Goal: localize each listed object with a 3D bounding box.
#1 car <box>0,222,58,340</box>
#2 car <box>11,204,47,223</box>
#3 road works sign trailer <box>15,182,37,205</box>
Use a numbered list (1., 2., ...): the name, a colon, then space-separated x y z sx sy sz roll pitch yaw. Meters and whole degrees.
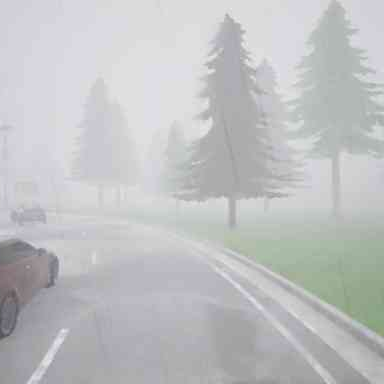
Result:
1. car: -3.964 1.582 6.370 1.812 1.442 4.674 -1 0 -9
2. car: -12.563 1.665 25.475 2.128 1.511 4.902 -1 0 -37
3. road works sign trailer: -18.230 0.716 36.461 2.880 3.560 2.380 -1 0 36
